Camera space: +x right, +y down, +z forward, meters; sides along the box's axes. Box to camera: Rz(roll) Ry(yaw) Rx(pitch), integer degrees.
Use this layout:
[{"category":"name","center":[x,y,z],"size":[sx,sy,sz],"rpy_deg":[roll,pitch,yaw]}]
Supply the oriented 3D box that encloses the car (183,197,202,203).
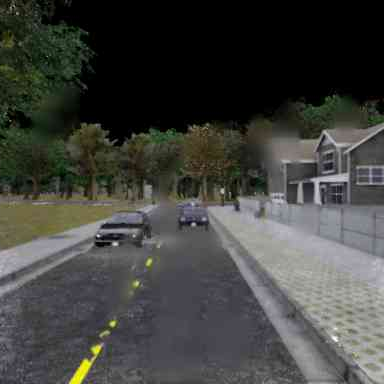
[{"category":"car","center":[0.089,1.393,38.429],"size":[2.097,1.767,4.553],"rpy_deg":[0,0,0]}]

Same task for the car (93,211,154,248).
[{"category":"car","center":[-2.854,1.558,15.063],"size":[2.033,1.411,5.357],"rpy_deg":[0,0,0]}]

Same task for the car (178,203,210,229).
[{"category":"car","center":[0.095,1.619,21.594],"size":[1.895,1.301,4.718],"rpy_deg":[0,0,0]}]
